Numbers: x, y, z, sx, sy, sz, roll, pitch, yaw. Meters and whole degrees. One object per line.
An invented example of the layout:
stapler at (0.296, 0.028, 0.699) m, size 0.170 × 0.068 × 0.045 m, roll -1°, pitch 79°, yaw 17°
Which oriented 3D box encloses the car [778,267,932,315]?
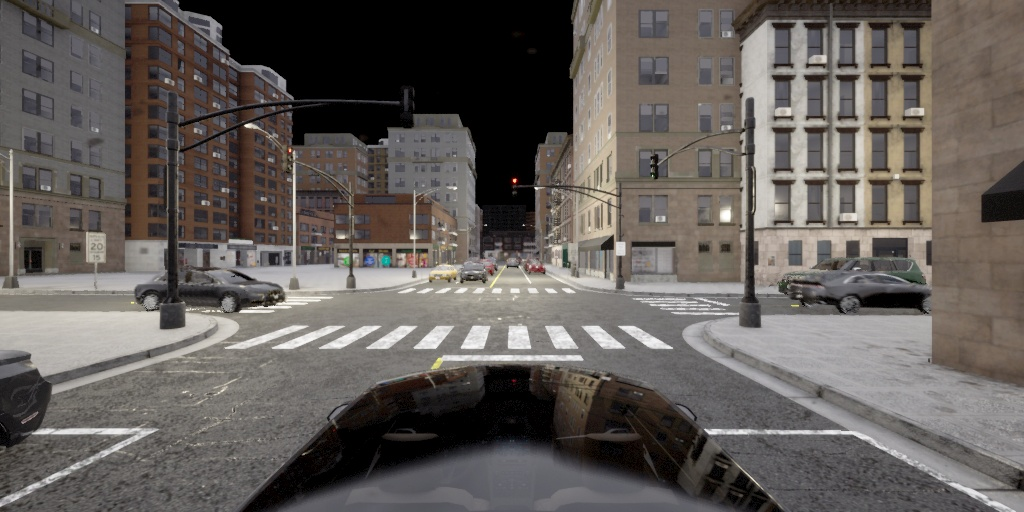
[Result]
car at (13.104, 1.314, 13.313) m, size 4.902 × 1.511 × 2.128 m, roll 0°, pitch 0°, yaw 0°

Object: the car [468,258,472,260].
car at (-5.372, 1.302, 45.473) m, size 2.007 × 1.370 × 4.403 m, roll 0°, pitch 0°, yaw 0°

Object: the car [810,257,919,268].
car at (15.349, 1.056, 16.293) m, size 5.566 × 2.045 × 2.150 m, roll 0°, pitch 0°, yaw -2°

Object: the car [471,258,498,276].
car at (-2.839, 1.229, 37.536) m, size 1.882 × 1.535 × 5.008 m, roll 0°, pitch 0°, yaw 0°

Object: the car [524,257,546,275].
car at (2.651, 1.191, 39.808) m, size 1.967 × 1.591 × 4.097 m, roll 0°, pitch 0°, yaw 0°

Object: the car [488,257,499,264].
car at (-2.820, 1.257, 47.952) m, size 1.837 × 1.490 × 4.892 m, roll 0°, pitch 0°, yaw 0°

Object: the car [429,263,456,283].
car at (-5.379, 1.276, 28.317) m, size 1.751 × 1.417 × 4.829 m, roll 0°, pitch 0°, yaw 0°

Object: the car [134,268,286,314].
car at (-10.872, 1.207, 13.058) m, size 4.892 × 1.490 × 1.837 m, roll 0°, pitch 0°, yaw 5°

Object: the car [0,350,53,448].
car at (-5.388, 1.300, 1.642) m, size 2.007 × 1.370 × 4.403 m, roll 0°, pitch 0°, yaw 0°

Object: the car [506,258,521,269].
car at (0.114, 1.317, 58.538) m, size 1.994 × 1.385 × 4.181 m, roll 0°, pitch 0°, yaw 1°

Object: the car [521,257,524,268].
car at (2.653, 1.066, 45.470) m, size 2.192 × 1.841 × 5.009 m, roll 0°, pitch 0°, yaw 0°

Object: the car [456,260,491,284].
car at (-2.819, 1.255, 27.219) m, size 1.837 × 1.490 × 4.892 m, roll 0°, pitch 0°, yaw -1°
